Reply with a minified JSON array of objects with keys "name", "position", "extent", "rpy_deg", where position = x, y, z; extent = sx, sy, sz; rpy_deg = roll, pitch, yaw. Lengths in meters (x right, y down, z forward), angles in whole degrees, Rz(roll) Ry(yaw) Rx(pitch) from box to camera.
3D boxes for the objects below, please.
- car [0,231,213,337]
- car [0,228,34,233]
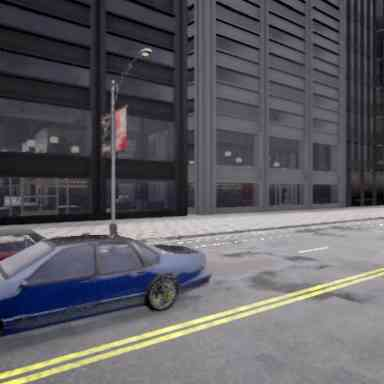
[{"name":"car","position":[-2.136,1.547,6.154],"extent":[5.357,1.411,2.033],"rpy_deg":[0,0,-36]},{"name":"car","position":[-4.934,1.601,8.151],"extent":[4.718,1.301,1.895],"rpy_deg":[0,0,-36]}]
